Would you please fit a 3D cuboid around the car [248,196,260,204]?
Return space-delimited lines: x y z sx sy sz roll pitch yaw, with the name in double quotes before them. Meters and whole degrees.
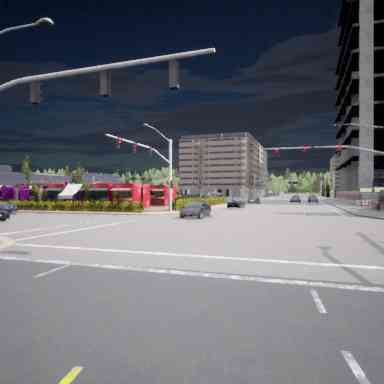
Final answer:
"car" 11.435 1.493 61.430 2.128 1.511 4.902 0 0 19

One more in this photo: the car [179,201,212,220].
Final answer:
"car" 0.408 1.544 28.707 1.837 1.490 4.892 0 0 19

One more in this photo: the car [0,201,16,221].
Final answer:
"car" -16.472 1.619 26.100 4.181 1.385 1.994 0 0 19

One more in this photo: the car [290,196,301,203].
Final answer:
"car" 21.531 1.555 69.256 1.994 1.385 4.181 0 0 19

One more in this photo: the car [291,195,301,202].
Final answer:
"car" 24.609 1.540 78.480 2.033 1.411 5.357 0 0 19

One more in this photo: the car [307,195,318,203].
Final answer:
"car" 24.740 1.541 67.821 2.033 1.411 5.357 0 0 19

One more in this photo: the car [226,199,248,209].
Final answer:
"car" 6.029 1.601 45.444 1.895 1.301 4.718 0 0 19

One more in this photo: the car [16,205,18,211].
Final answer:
"car" -21.064 1.603 35.281 5.357 1.411 2.033 0 0 19

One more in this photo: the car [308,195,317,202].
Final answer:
"car" 28.031 1.524 77.677 1.812 1.442 4.674 0 0 19
